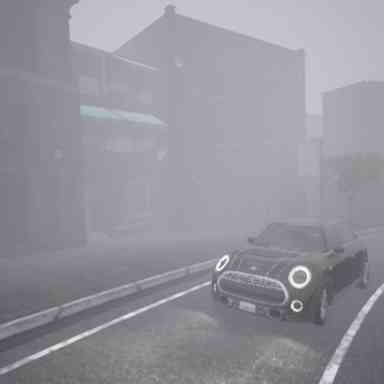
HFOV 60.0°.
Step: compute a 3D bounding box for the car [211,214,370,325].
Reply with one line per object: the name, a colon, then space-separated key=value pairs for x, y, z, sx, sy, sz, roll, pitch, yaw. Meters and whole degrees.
car: x=2.421 y=1.430 z=7.523 sx=2.097 sy=1.767 sz=4.553 roll=1 pitch=0 yaw=40
